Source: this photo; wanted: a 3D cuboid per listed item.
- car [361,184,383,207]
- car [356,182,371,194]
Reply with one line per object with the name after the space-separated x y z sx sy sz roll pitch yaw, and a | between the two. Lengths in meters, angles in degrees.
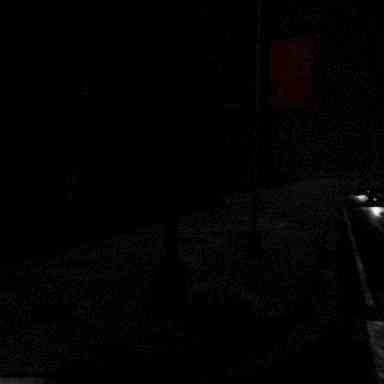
15.022 0.351 26.429 2.033 1.411 5.357 2 3 23 | car
21.639 -0.572 41.552 1.994 1.385 4.181 2 3 23 | car
